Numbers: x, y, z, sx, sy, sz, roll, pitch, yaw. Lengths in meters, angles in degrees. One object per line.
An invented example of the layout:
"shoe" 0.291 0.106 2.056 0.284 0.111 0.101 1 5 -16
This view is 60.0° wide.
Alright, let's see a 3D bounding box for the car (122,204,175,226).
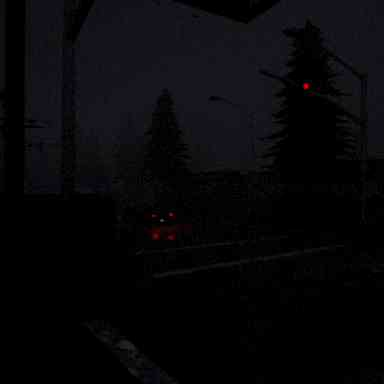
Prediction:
"car" -3.153 1.491 22.915 1.895 1.301 4.718 0 1 -35
